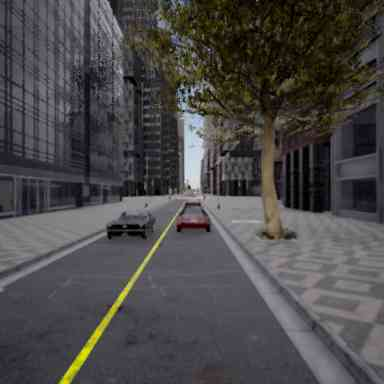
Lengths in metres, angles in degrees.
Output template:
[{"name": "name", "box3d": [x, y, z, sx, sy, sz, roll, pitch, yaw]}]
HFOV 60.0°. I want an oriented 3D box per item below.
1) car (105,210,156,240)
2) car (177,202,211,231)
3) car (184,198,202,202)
[{"name": "car", "box3d": [-3.002, 1.601, 17.085, 1.895, 1.301, 4.718, 0, 0, 0]}, {"name": "car", "box3d": [0.092, 1.556, 20.502, 1.994, 1.385, 4.181, 0, 0, 0]}, {"name": "car", "box3d": [0.093, 1.461, 38.398, 1.882, 1.535, 5.008, 0, 0, 0]}]
